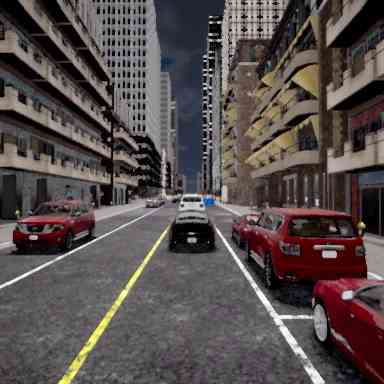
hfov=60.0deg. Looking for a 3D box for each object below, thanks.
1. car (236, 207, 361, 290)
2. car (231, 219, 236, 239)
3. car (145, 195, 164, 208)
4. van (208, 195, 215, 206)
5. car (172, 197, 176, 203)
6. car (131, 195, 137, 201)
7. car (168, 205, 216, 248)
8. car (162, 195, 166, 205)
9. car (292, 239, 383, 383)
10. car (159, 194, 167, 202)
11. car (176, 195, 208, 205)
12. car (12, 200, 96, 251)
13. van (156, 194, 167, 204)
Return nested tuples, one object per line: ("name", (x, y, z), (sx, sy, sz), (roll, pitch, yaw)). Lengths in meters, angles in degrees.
("car", (2.709, 1.315, 8.945), (2.192, 1.841, 5.009), (1, 0, 0))
("car", (2.704, 1.584, 14.485), (1.802, 1.307, 4.206), (1, 0, 0))
("car", (-5.643, 1.559, 47.675), (2.008, 1.369, 4.403), (1, 0, 0))
("van", (2.708, 1.350, 53.268), (1.690, 1.788, 3.998), (1, 0, 0))
("car", (-3.006, 1.614, 67.324), (1.994, 1.385, 4.181), (0, 0, 0))
("car", (-16.491, 1.511, 86.942), (4.097, 1.590, 1.967), (0, -1, 0))
("car", (0.000, 1.519, 14.653), (1.837, 1.490, 4.892), (0, 0, 0))
("car", (-5.644, 1.591, 53.216), (1.802, 1.307, 4.206), (1, 0, 0))
("car", (2.704, 1.543, 3.404), (1.887, 1.381, 4.507), (1, 0, 0))
("car", (-5.644, 1.576, 58.755), (1.947, 1.339, 4.313), (1, 0, 0))
("car", (0.000, 1.264, 29.686), (2.150, 2.045, 5.566), (0, 0, 0))
("car", (-5.672, 1.317, 14.433), (2.192, 1.841, 5.009), (1, 0, 0))
("van", (-5.809, 1.352, 64.296), (1.690, 1.788, 3.998), (1, 0, 0))
